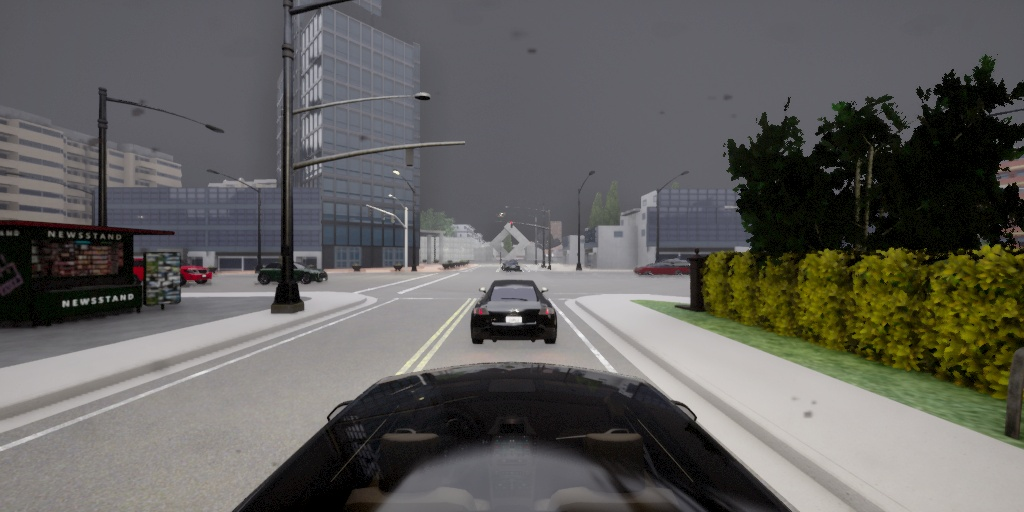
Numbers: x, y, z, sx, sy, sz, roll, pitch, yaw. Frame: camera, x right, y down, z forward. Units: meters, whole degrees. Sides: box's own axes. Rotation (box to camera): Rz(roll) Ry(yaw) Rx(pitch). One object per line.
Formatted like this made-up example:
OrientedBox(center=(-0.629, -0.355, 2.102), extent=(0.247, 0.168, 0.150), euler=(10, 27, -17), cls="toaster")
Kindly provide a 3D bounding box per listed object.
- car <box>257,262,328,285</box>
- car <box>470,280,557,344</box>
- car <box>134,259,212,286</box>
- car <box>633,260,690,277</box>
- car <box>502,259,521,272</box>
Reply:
OrientedBox(center=(-16.495, 1.209, 27.168), extent=(4.553, 1.767, 2.097), euler=(-1, 0, -1), cls="car")
OrientedBox(center=(0.045, 1.314, 9.583), extent=(1.994, 1.385, 4.181), euler=(0, 0, 0), cls="car")
OrientedBox(center=(-26.012, 1.189, 27.051), extent=(5.566, 2.045, 2.150), euler=(-1, 0, -1), cls="car")
OrientedBox(center=(14.293, 1.336, 34.660), extent=(4.718, 1.301, 1.895), euler=(0, 0, -3), cls="car")
OrientedBox(center=(-0.074, 1.313, 45.829), extent=(1.994, 1.385, 4.181), euler=(0, 0, -7), cls="car")
